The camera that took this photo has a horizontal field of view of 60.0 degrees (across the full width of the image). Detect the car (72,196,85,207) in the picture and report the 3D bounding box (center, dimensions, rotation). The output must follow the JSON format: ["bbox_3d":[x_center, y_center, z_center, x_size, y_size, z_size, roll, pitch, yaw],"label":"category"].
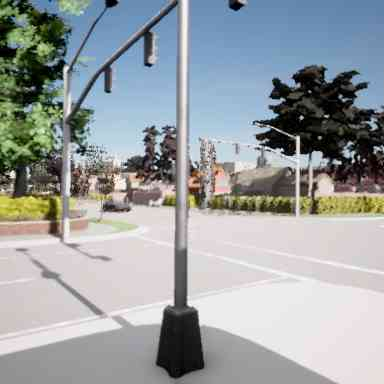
[{"bbox_3d":[-18.844,1.524,53.464,2.097,1.767,4.553,1,0,-36],"label":"car"}]

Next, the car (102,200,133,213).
[{"bbox_3d":[-9.040,1.722,39.899,2.033,1.411,5.357,1,0,-36],"label":"car"}]
